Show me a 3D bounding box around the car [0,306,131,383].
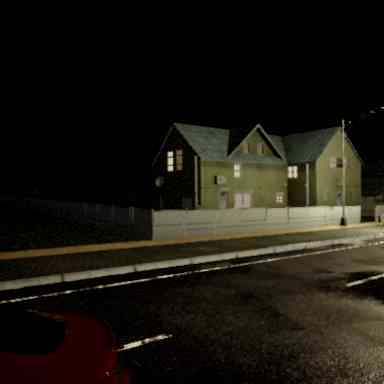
[{"bbox_3d":[-2.628,1.512,1.826,4.674,1.442,1.812,1,0,-35],"label":"car"}]
